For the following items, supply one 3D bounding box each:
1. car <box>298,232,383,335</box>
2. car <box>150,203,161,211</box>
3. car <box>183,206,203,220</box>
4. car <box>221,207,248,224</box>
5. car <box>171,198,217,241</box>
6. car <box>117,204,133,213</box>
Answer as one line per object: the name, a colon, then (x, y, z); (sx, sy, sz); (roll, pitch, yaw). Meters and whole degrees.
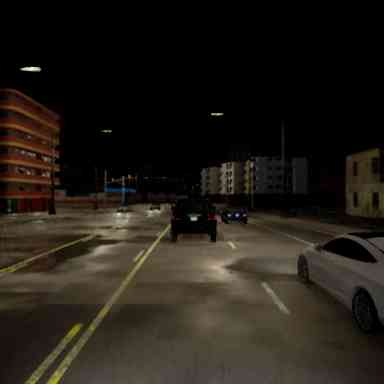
car: (3.589, 1.512, 6.536); (1.812, 1.442, 4.674); (0, 0, 0)
car: (-7.062, 2.870, 64.285); (1.812, 1.442, 4.674); (0, -1, -2)
car: (0.062, 2.150, 34.841); (1.994, 1.385, 4.181); (0, -2, 0)
car: (3.570, 1.962, 28.778); (2.033, 1.411, 5.357); (0, -2, 0)
car: (0.082, 1.334, 17.319); (2.150, 2.045, 5.566); (0, -1, 0)
car: (-10.614, 2.606, 52.891); (1.812, 1.442, 4.674); (0, -1, 0)
